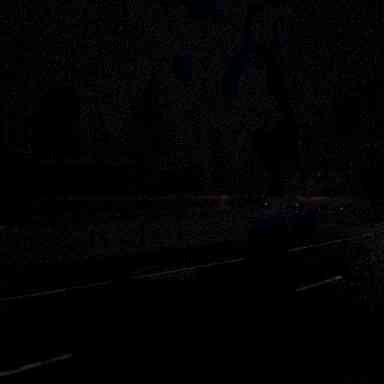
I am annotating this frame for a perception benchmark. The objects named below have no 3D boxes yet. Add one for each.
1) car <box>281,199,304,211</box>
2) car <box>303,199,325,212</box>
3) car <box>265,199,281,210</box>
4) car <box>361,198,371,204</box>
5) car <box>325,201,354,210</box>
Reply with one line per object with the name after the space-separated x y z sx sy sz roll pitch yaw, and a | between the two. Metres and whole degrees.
15.028 1.776 47.590 2.097 1.767 4.553 -1 -1 38 | car
17.112 1.850 44.599 1.882 1.535 5.008 -1 -1 39 | car
12.794 1.826 50.412 2.097 1.767 4.553 -1 -1 38 | car
39.022 2.085 74.616 1.994 1.385 4.181 -1 -1 23 | car
18.162 1.792 40.282 1.882 1.535 5.008 -1 -1 40 | car
